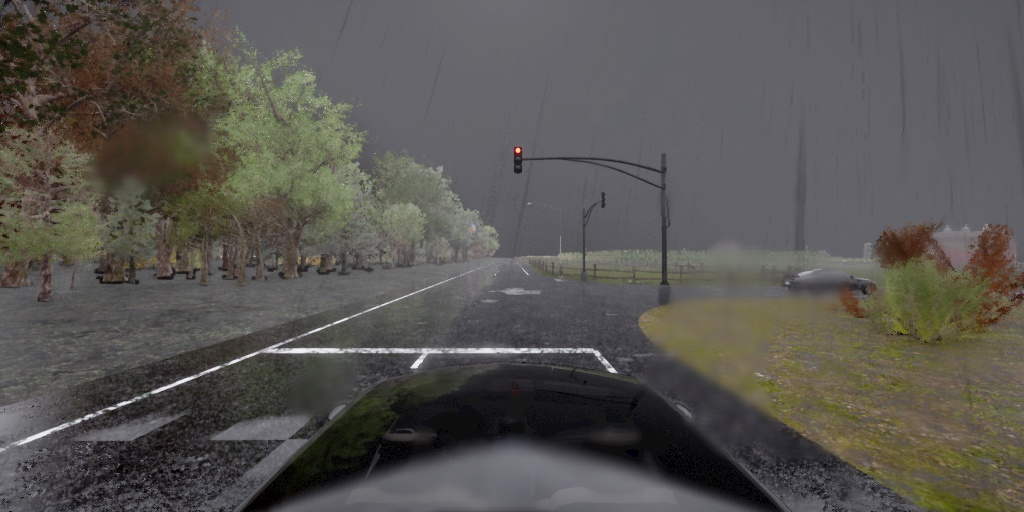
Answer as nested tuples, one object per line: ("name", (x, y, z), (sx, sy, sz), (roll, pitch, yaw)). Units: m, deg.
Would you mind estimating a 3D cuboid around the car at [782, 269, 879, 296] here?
("car", (18.301, 1.470, 20.740), (4.674, 1.442, 1.812), (1, -1, 0))
